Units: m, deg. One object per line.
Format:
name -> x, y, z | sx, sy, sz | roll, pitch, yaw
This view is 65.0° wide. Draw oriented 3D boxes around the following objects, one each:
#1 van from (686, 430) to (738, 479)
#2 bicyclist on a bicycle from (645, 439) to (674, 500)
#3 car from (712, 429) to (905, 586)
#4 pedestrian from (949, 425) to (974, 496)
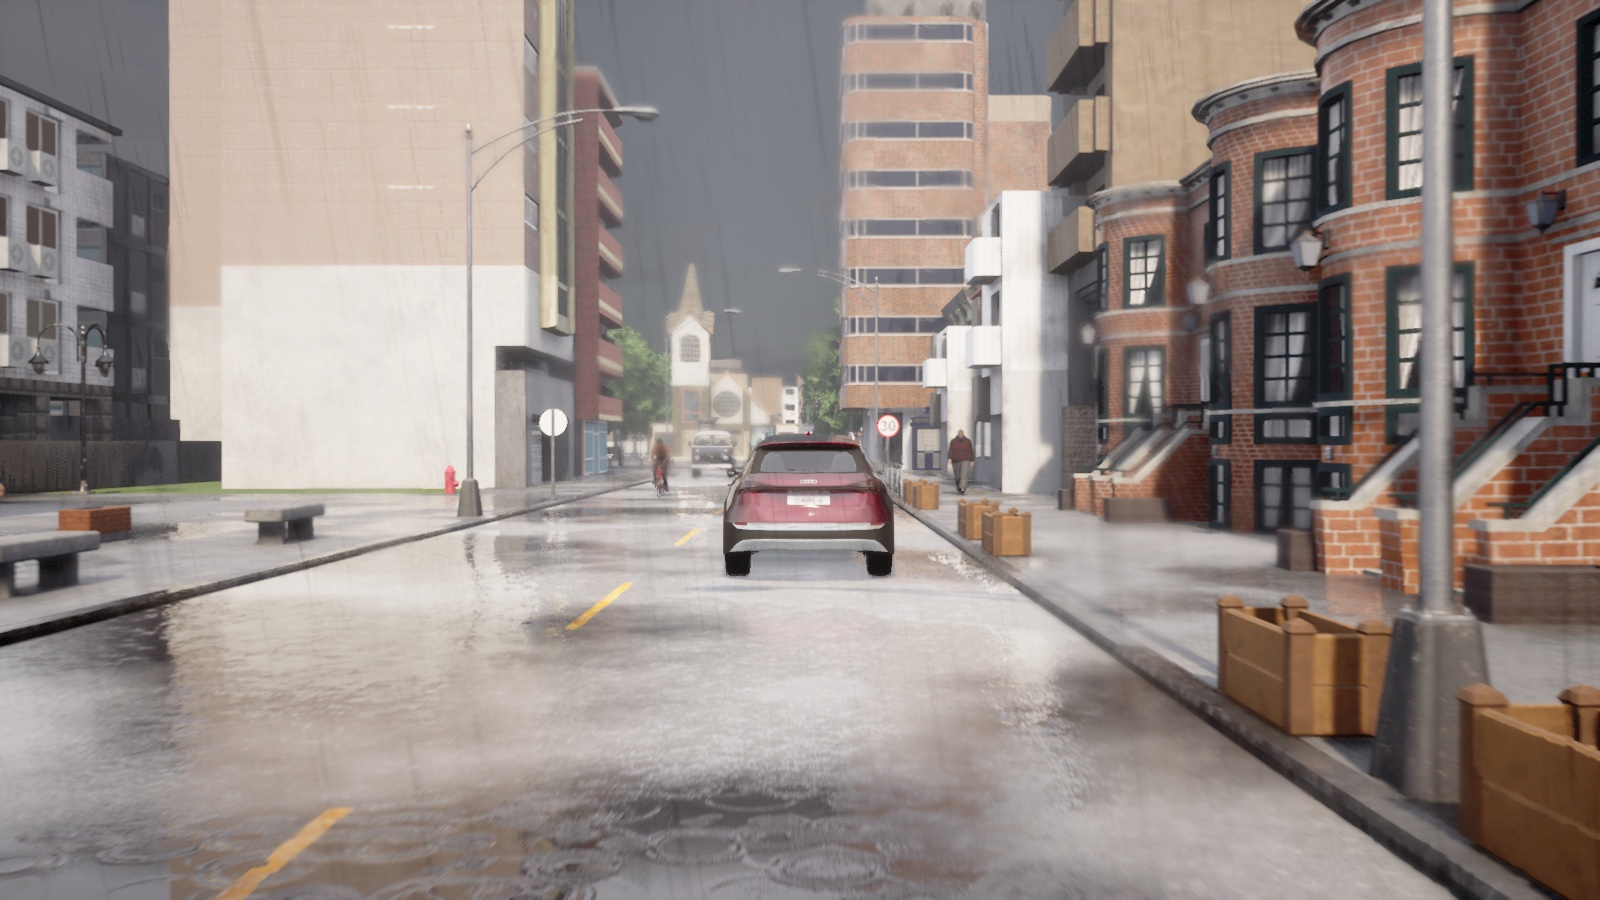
van -> -3.760, 0.160, 54.506 | 2.069, 2.038, 4.480 | 0, 0, -2
bicyclist on a bicycle -> -3.821, 0.503, 34.212 | 0.582, 1.620, 1.656 | 0, 1, 0
car -> 0.102, 0.588, 15.639 | 2.033, 1.649, 4.856 | 0, 0, 0
pedestrian -> 4.254, 0.266, 33.042 | 0.634, 1.844, 0.899 | 0, 0, 7
